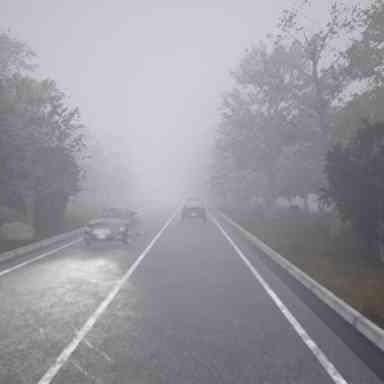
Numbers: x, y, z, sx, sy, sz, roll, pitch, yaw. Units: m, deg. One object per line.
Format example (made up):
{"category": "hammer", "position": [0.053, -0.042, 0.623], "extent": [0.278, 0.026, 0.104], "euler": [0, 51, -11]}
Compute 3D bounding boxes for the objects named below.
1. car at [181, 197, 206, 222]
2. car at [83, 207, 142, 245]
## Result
{"category": "car", "position": [0.129, 1.457, 26.261], "extent": [1.882, 1.535, 5.008], "euler": [0, 0, 0]}
{"category": "car", "position": [-3.519, 1.479, 15.497], "extent": [2.128, 1.511, 4.902], "euler": [0, 0, 1]}
